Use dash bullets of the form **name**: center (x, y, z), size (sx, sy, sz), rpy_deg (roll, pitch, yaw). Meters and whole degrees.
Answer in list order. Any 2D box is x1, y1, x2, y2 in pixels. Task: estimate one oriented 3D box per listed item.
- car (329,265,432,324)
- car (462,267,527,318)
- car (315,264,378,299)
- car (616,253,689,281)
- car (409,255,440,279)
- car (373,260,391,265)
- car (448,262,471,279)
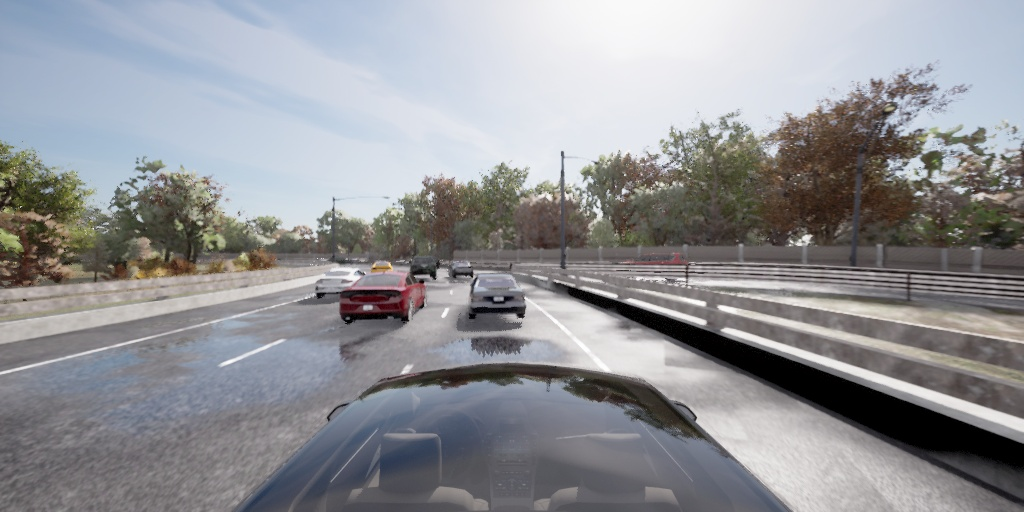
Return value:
- **car**: center (-4.127, 1.249, 12.186), size (1.882, 1.535, 5.008), rpy_deg (0, 0, -5)
- **car**: center (-0.644, 1.306, 13.002), size (2.033, 1.411, 5.357), rpy_deg (0, 0, -6)
- **car**: center (-8.468, 1.317, 18.370), size (1.812, 1.442, 4.674), rpy_deg (0, 0, -9)
- **car**: center (11.512, 0.791, 29.606), size (5.566, 2.045, 2.150), rpy_deg (0, 0, 35)
- **car**: center (-8.061, 1.019, 32.353), size (2.150, 2.045, 5.566), rpy_deg (0, 0, -17)
- **car**: center (-12.399, 1.293, 34.336), size (1.882, 1.535, 5.008), rpy_deg (0, 0, -18)
- **car**: center (-4.854, 1.275, 33.665), size (2.128, 1.511, 4.902), rpy_deg (0, 0, -17)
